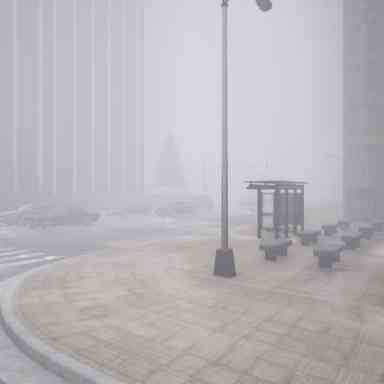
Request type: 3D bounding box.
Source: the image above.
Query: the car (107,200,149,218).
[{"bbox_3d":[-5.753,1.546,31.403,2.128,1.511,4.902,0,0,36],"label":"car"}]

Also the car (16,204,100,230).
[{"bbox_3d":[-8.462,1.656,21.669,1.895,1.301,4.718,0,0,36],"label":"car"}]

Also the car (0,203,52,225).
[{"bbox_3d":[-11.155,1.560,23.921,1.837,1.490,4.892,0,0,36],"label":"car"}]

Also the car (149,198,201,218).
[{"bbox_3d":[-1.500,1.560,31.310,1.837,1.490,4.892,0,0,36],"label":"car"}]

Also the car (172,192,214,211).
[{"bbox_3d":[0.461,1.276,39.969,2.150,2.045,5.566,0,0,37],"label":"car"}]

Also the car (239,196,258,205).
[{"bbox_3d":[7.857,1.273,44.127,1.837,1.490,4.892,0,0,36],"label":"car"}]
